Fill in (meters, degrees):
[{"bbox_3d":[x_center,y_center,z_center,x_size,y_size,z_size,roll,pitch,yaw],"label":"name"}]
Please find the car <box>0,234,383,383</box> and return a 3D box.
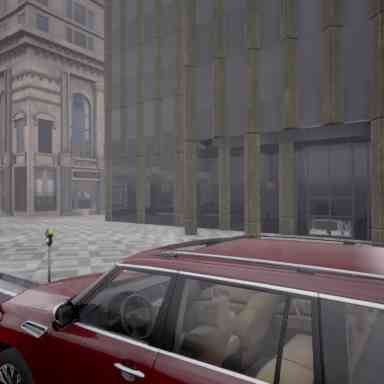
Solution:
[{"bbox_3d":[0.246,1.315,2.798,5.009,1.841,2.192,0,0,36],"label":"car"}]
